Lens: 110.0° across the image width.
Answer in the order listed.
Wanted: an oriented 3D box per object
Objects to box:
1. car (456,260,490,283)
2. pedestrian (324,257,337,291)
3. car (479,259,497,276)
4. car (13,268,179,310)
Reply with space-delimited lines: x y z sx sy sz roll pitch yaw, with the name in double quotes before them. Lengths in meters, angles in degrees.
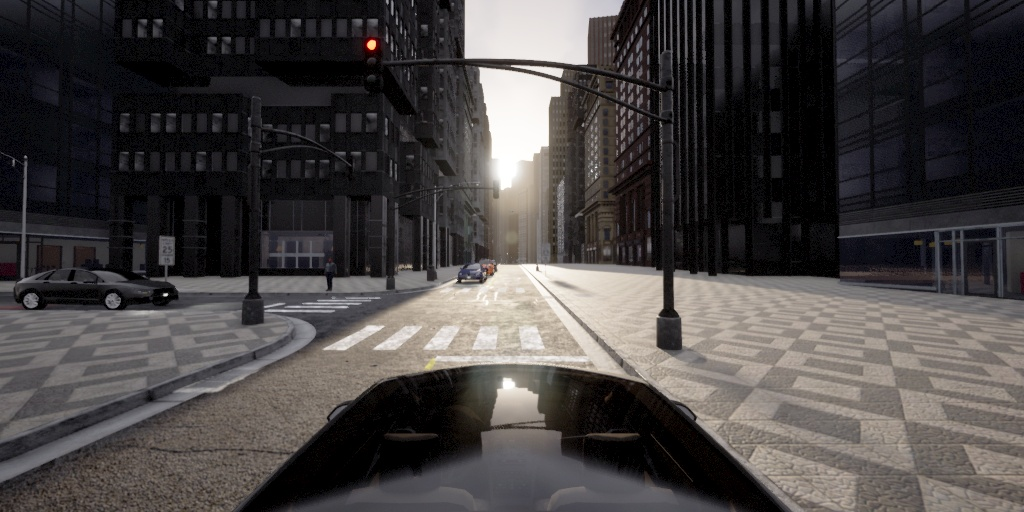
"car" -3.045 1.283 28.247 1.812 1.442 4.674 0 0 2
"pedestrian" -9.968 0.970 19.605 0.375 1.860 0.375 0 -1 0
"car" -3.020 1.130 38.252 2.097 1.767 4.553 0 0 0
"car" -15.342 1.189 13.382 4.892 1.490 1.837 0 -1 0
